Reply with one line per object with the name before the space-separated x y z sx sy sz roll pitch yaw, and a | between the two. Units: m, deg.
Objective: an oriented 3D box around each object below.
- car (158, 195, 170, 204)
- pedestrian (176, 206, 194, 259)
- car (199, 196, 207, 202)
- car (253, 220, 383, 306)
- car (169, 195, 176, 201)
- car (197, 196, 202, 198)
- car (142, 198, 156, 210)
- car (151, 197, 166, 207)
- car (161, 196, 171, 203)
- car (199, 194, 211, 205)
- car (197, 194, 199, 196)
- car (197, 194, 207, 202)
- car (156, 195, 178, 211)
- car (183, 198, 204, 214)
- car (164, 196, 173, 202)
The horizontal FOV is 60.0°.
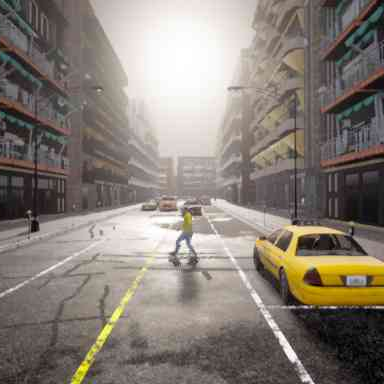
car | -5.386 1.474 64.808 1.967 1.590 4.097 1 0 0
pedestrian | -0.232 1.295 11.116 0.375 1.860 0.375 1 -1 0
car | 2.477 1.635 75.974 1.802 1.307 4.206 1 0 0
car | 2.740 1.456 8.114 1.801 1.575 5.366 0 0 0
car | -5.429 1.615 92.458 1.752 1.417 4.829 1 0 0
car | 0.015 1.579 46.814 1.994 1.385 4.181 0 0 0
car | -5.358 1.538 42.382 1.752 1.417 4.829 1 0 0
car | -5.373 1.587 53.679 1.947 1.339 4.313 1 0 0
car | -5.394 1.568 70.201 1.752 1.417 4.829 1 0 0
car | 2.500 1.552 59.454 1.752 1.417 4.829 1 0 0
car | 2.486 1.483 70.411 1.967 1.590 4.097 1 0 0
car | 2.473 1.379 81.540 2.192 1.841 5.009 1 0 0
car | -2.899 1.364 41.067 2.097 1.767 4.553 0 0 0
car | 0.043 1.610 35.673 1.895 1.301 4.718 0 0 0
car | -5.402 1.578 75.765 1.752 1.417 4.829 1 0 0
